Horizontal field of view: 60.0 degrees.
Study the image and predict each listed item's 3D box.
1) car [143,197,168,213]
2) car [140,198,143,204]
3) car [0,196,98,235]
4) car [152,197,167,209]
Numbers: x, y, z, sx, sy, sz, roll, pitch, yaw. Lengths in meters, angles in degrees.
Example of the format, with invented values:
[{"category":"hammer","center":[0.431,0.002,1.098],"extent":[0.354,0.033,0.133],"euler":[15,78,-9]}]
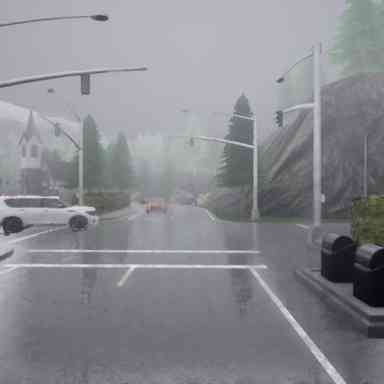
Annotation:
[{"category":"car","center":[-3.781,1.349,36.339],"extent":[2.097,1.767,4.553],"euler":[0,0,-2]},{"category":"car","center":[-7.920,1.559,58.460],"extent":[1.994,1.385,4.181],"euler":[0,0,-21]},{"category":"car","center":[-8.229,1.221,18.899],"extent":[5.566,2.045,2.150],"euler":[0,0,-16]},{"category":"car","center":[-4.592,1.500,46.145],"extent":[1.837,1.490,4.892],"euler":[0,0,-9]}]
